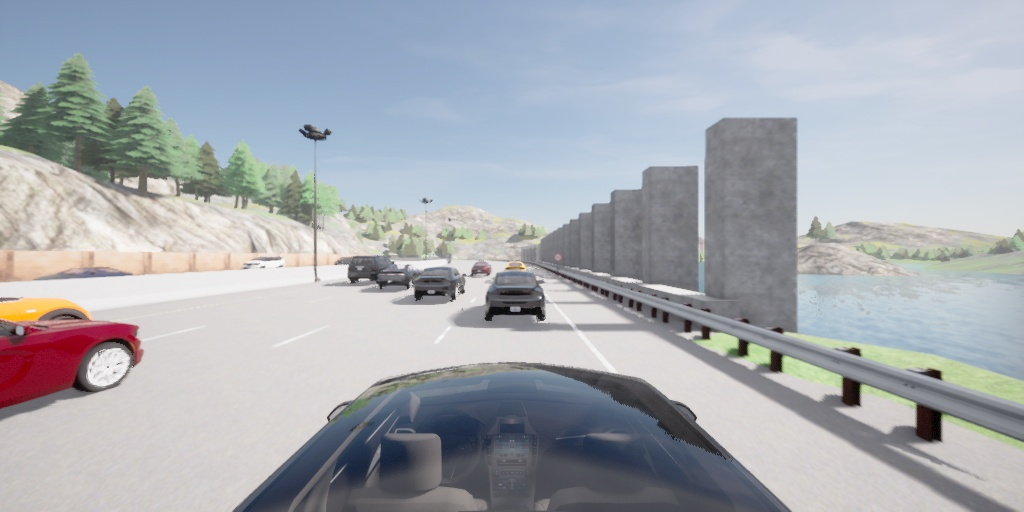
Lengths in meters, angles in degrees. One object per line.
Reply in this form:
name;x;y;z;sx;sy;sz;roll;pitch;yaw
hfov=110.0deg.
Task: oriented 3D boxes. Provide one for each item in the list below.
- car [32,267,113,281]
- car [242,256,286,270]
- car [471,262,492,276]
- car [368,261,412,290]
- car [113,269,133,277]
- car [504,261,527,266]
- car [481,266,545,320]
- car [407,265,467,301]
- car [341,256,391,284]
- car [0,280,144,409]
car;-10.400;1.104;6.069;2.097;1.767;4.553;0;0;0
car;-31.055;0.989;45.144;2.150;2.045;5.566;0;0;2
car;-3.083;1.288;36.764;1.812;1.442;4.674;0;0;1
car;-6.853;1.250;22.622;2.128;1.511;4.902;0;0;1
car;-24.559;1.322;20.689;1.994;1.385;4.181;0;0;0
car;0.322;1.239;32.514;1.882;1.535;5.008;0;0;1
car;0.098;1.259;12.606;1.837;1.490;4.892;0;0;0
car;-3.391;1.261;17.518;1.837;1.490;4.892;0;0;0
car;-10.295;0.982;27.034;2.150;2.045;5.566;0;0;1
car;-6.900;1.229;3.705;1.882;1.535;5.008;0;0;0
